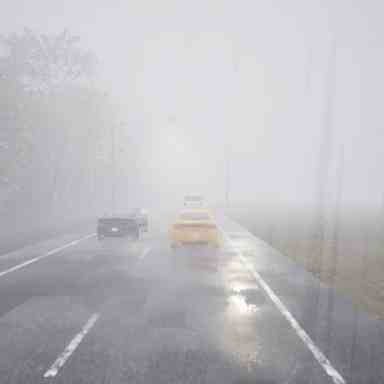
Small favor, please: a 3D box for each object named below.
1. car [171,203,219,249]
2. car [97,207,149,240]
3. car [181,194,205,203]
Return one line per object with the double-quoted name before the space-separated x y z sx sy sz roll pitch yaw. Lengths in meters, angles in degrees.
"car" 0.102 1.492 14.772 1.882 1.535 5.008 0 0 0
"car" -3.395 1.496 17.068 1.882 1.535 5.008 0 0 0
"car" 0.106 1.259 33.586 2.150 2.045 5.566 0 0 0
